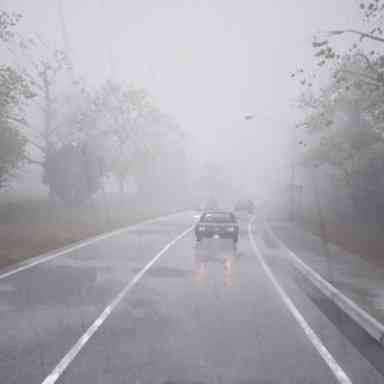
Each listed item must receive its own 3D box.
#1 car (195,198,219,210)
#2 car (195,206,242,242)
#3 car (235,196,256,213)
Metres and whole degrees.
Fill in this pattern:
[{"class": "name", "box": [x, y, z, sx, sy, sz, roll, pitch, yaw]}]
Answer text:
[{"class": "car", "box": [1.707, 1.404, 36.028, 2.128, 1.511, 4.902, 1, 0, 16]}, {"class": "car", "box": [1.312, 1.587, 16.232, 1.895, 1.301, 4.718, 1, 0, 7]}, {"class": "car", "box": [6.108, 1.560, 38.067, 2.033, 1.411, 5.357, 2, 0, 17]}]
